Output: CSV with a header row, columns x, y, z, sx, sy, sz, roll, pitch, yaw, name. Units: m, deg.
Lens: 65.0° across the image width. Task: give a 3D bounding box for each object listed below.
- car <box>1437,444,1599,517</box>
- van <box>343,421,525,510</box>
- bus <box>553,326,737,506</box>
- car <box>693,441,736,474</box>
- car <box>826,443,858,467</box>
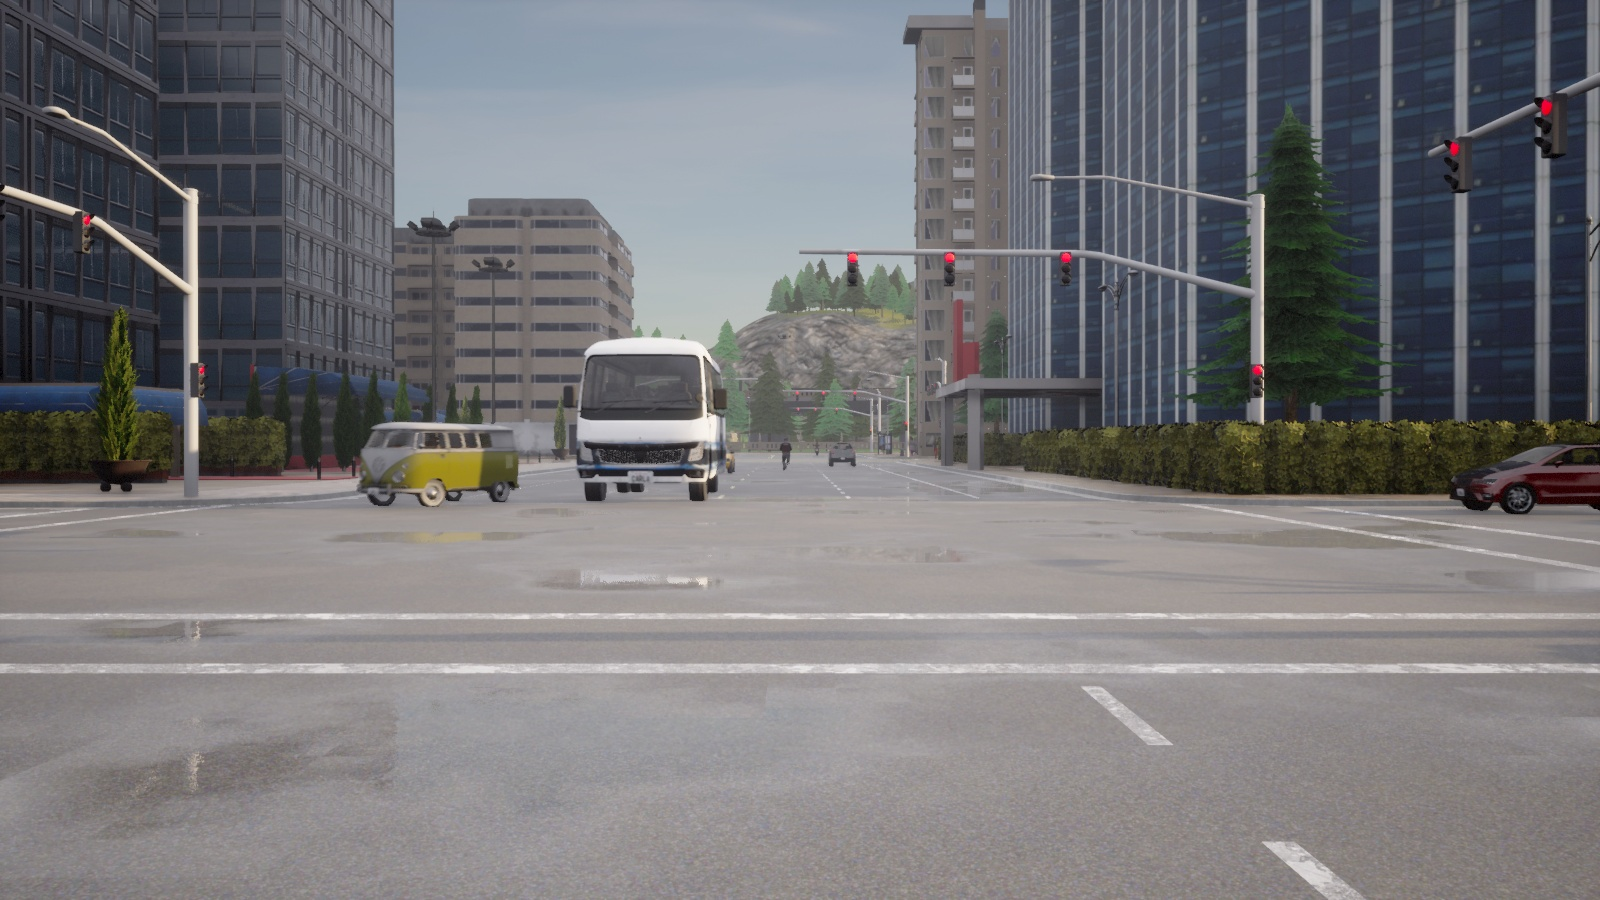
x,y,z,sx,sy,sz,roll,pitch,yaw,name
16.013,0.623,26.547,4.193,1.474,1.816,0,0,0,car
-8.745,0.320,30.415,1.775,1.987,4.442,1,1,24,van
-3.937,-0.830,34.931,3.944,4.253,10.273,0,0,-1,bus
-4.195,0.330,62.384,1.801,1.575,5.366,0,0,-1,car
2.646,0.311,80.047,1.845,1.501,3.633,0,0,-1,car
